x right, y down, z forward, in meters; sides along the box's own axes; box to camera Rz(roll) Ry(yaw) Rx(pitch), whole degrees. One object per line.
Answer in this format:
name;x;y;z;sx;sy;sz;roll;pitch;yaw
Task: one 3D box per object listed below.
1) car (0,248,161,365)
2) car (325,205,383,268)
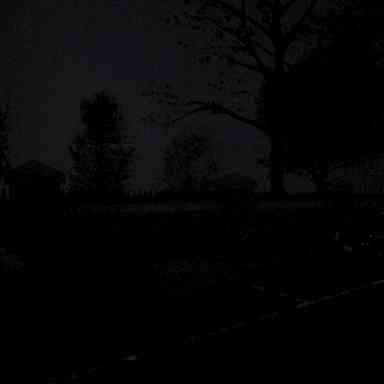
car;-2.496;1.570;4.780;4.313;1.339;1.947;0;0;-36
car;6.665;1.388;11.329;5.009;1.841;2.192;0;0;-36
